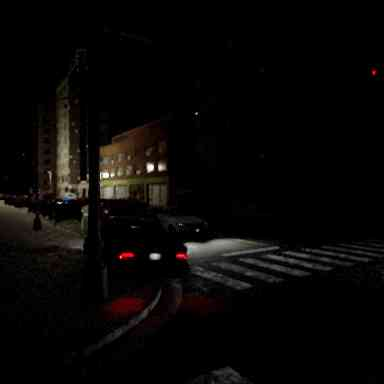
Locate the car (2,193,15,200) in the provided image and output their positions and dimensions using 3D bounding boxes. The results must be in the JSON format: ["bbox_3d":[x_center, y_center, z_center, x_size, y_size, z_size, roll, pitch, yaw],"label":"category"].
[{"bbox_3d":[-31.365,1.171,58.125,2.192,1.841,5.009,0,0,-33],"label":"car"}]

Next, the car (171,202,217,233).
[{"bbox_3d":[-1.035,1.411,16.657,1.812,1.442,4.674,-1,0,-33],"label":"car"}]

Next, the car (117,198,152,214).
[{"bbox_3d":[-5.923,1.371,34.073,1.887,1.381,4.507,0,0,-33],"label":"car"}]

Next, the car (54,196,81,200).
[{"bbox_3d":[-12.607,1.414,34.263,2.033,1.411,5.357,-1,0,-33],"label":"car"}]

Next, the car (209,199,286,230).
[{"bbox_3d":[3.348,1.366,19.982,1.752,1.417,4.829,0,0,-33],"label":"car"}]

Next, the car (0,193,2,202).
[{"bbox_3d":[-40.730,1.151,72.355,2.192,1.841,5.009,0,0,-33],"label":"car"}]

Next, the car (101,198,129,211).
[{"bbox_3d":[-9.044,1.403,38.817,1.802,1.307,4.206,0,0,-33],"label":"car"}]

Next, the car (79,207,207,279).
[{"bbox_3d":[-1.781,1.403,9.337,2.033,1.411,5.357,5,-2,-24],"label":"car"}]

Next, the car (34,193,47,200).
[{"bbox_3d":[-37.136,1.080,81.514,2.192,1.841,5.009,0,0,-33],"label":"car"}]

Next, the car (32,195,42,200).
[{"bbox_3d":[-40.257,1.340,86.260,1.802,1.307,4.206,0,0,-33],"label":"car"}]

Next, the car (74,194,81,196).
[{"bbox_3d":[-15.287,1.355,48.306,1.887,1.381,4.507,0,0,-33],"label":"car"}]

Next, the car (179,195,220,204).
[{"bbox_3d":[0.319,1.152,24.584,2.192,1.841,5.009,0,0,-33],"label":"car"}]

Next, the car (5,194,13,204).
[{"bbox_3d":[-28.242,1.428,53.383,1.947,1.339,4.313,0,0,-33],"label":"car"}]

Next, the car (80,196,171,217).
[{"bbox_3d":[-3.269,1.220,15.436,2.192,1.841,5.009,0,0,-33],"label":"car"}]

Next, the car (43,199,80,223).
[{"bbox_3d":[-9.511,1.462,24.923,1.947,1.339,4.313,0,0,-33],"label":"car"}]

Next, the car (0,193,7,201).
[{"bbox_3d":[-46.973,1.137,81.841,2.192,1.841,5.009,0,0,-33],"label":"car"}]

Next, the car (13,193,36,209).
[{"bbox_3d":[-21.999,1.314,43.896,1.967,1.590,4.097,0,0,-33],"label":"car"}]

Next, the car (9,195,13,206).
[{"bbox_3d":[-25.120,1.450,48.640,1.802,1.307,4.206,0,0,-33],"label":"car"}]

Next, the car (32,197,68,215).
[{"bbox_3d":[-12.633,1.435,29.667,1.887,1.381,4.507,0,0,-33],"label":"car"}]

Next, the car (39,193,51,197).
[{"bbox_3d":[-30.894,1.094,72.026,2.192,1.841,5.009,0,0,-33],"label":"car"}]

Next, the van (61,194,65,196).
[{"bbox_3d":[-21.530,1.140,57.793,1.690,1.788,3.998,0,0,-33],"label":"van"}]

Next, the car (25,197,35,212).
[{"bbox_3d":[-15.755,1.467,34.410,1.802,1.307,4.206,0,0,-33],"label":"car"}]

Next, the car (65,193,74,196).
[{"bbox_3d":[-18.408,1.245,53.050,1.967,1.590,4.097,0,0,-33],"label":"car"}]

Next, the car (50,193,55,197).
[{"bbox_3d":[-24.650,1.343,62.539,2.008,1.369,4.403,0,0,-33],"label":"car"}]
